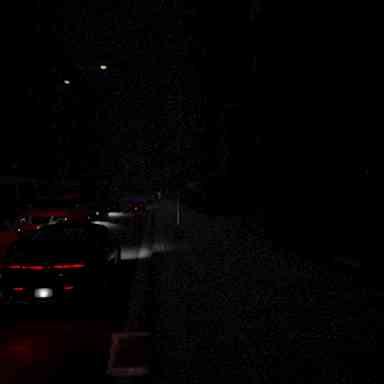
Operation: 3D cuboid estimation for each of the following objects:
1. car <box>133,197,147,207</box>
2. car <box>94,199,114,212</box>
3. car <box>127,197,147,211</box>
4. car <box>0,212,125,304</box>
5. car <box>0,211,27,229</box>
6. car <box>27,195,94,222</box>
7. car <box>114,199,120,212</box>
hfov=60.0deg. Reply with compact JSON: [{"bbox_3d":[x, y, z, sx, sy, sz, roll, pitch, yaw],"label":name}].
[{"bbox_3d":[-7.593,1.425,48.716,1.812,1.442,4.674,0,0,-7],"label":"car"},{"bbox_3d":[-7.906,1.467,26.923,2.033,1.411,5.357,0,0,-6],"label":"car"},{"bbox_3d":[-6.362,1.514,38.603,1.895,1.301,4.718,0,0,-6],"label":"car"},{"bbox_3d":[-2.838,1.483,8.133,1.837,1.490,4.892,0,0,-7],"label":"car"},{"bbox_3d":[-5.566,1.315,7.180,2.097,1.767,4.553,0,0,-8],"label":"car"},{"bbox_3d":[-6.716,1.163,16.740,2.150,2.045,5.566,0,0,-7],"label":"car"},{"bbox_3d":[-9.043,1.446,36.959,2.033,1.411,5.357,0,0,-6],"label":"car"}]
